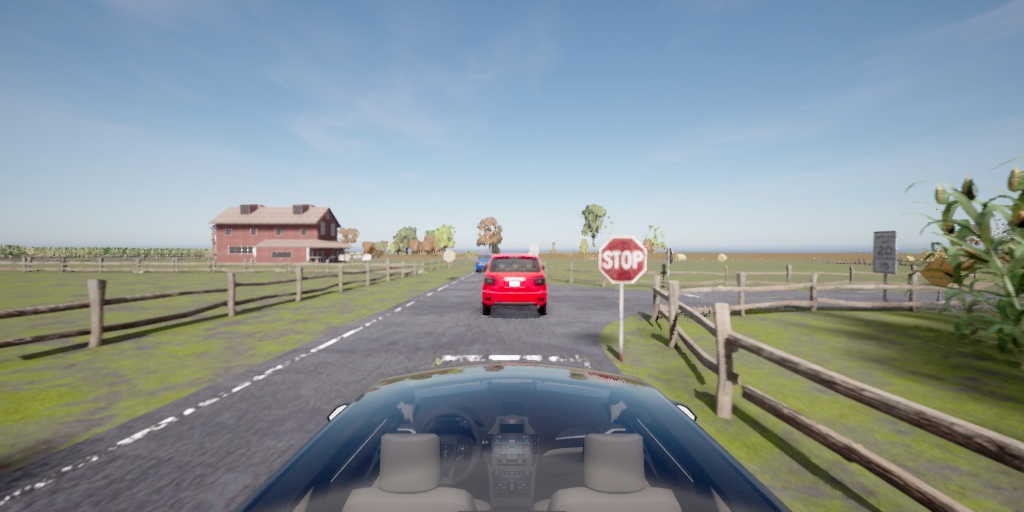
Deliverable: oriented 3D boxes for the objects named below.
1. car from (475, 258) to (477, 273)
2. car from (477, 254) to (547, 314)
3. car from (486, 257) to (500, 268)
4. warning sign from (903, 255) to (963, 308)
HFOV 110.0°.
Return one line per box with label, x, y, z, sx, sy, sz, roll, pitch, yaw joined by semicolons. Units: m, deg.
car;-2.848;0.782;40.339;2.150;2.045;5.566;0;0;0
car;0.093;0.936;13.660;2.150;2.045;5.566;0;0;0
car;-2.831;0.952;55.225;1.882;1.535;5.008;0;0;0
warning sign;15.865;0.919;13.309;1.060;1.860;1.300;0;0;0
